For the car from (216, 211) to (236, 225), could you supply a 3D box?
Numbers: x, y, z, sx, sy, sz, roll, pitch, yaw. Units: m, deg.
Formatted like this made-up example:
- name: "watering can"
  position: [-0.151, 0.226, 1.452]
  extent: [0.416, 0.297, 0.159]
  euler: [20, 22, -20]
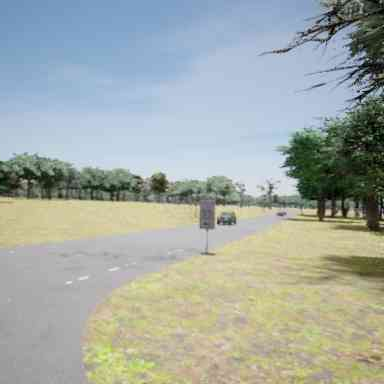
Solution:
- name: "car"
  position: [5.459, 4.076, 52.149]
  extent: [2.150, 2.045, 5.566]
  euler: [0, -3, 20]
